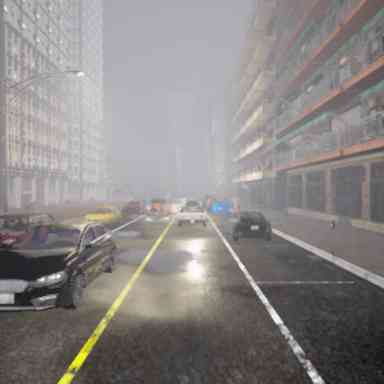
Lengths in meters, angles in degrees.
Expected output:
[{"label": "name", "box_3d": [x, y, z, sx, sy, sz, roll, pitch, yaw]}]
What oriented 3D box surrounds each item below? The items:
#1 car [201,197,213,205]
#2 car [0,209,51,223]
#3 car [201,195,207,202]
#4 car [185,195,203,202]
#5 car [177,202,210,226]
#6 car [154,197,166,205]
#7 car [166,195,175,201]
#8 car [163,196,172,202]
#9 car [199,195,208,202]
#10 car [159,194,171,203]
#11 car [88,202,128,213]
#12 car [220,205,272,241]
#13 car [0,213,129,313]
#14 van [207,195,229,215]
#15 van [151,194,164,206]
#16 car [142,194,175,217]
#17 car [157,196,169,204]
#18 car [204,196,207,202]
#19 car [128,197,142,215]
[{"label": "car", "box_3d": [2.666, 1.537, 60.499, 1.947, 1.339, 4.313, 0, 0, 0]}, {"label": "car", "box_3d": [-5.701, 1.430, 10.749, 1.967, 1.590, 4.097, 0, 0, 0]}, {"label": "car", "box_3d": [2.671, 1.523, 43.916, 2.008, 1.369, 4.403, 0, 0, 0]}, {"label": "car", "box_3d": [0.080, 1.465, 44.919, 2.128, 1.511, 4.902, 0, 0, 0]}, {"label": "car", "box_3d": [0.033, 1.583, 23.050, 1.895, 1.301, 4.718, 0, 0, 1]}, {"label": "car", "box_3d": [-5.714, 1.553, 60.497, 1.802, 1.307, 4.206, 0, 0, 0]}, {"label": "car", "box_3d": [-5.722, 1.531, 88.135, 2.008, 1.369, 4.403, 0, 0, 0]}, {"label": "car", "box_3d": [-5.719, 1.557, 77.080, 1.802, 1.307, 4.206, 0, 0, 0]}, {"label": "car", "box_3d": [2.661, 1.415, 77.082, 1.967, 1.590, 4.097, 0, 0, 0]}, {"label": "car", "box_3d": [-5.719, 1.288, 71.552, 2.192, 1.841, 5.009, 0, 0, 0]}, {"label": "car", "box_3d": [-5.703, 1.508, 21.633, 1.752, 1.417, 4.829, 0, 0, 0]}, {"label": "car", "box_3d": [2.678, 1.552, 16.278, 1.947, 1.339, 4.313, 0, 0, 0]}, {"label": "car", "box_3d": [-3.091, 1.484, 7.897, 2.128, 1.511, 4.902, 0, 0, 0]}, {"label": "van", "box_3d": [2.673, 1.318, 32.860, 1.690, 1.788, 3.998, 0, 0, 0]}, {"label": "van", "box_3d": [-5.714, 1.312, 54.969, 1.690, 1.788, 3.998, 0, 0, 0]}, {"label": "car", "box_3d": [-3.054, 1.329, 31.289, 2.097, 1.767, 4.553, 0, 0, 1]}, {"label": "car", "box_3d": [-5.716, 1.522, 66.025, 2.008, 1.369, 4.403, 0, 0, 0]}, {"label": "car", "box_3d": [2.673, 1.519, 38.389, 1.887, 1.381, 4.507, 0, 0, 0]}, {"label": "car", "box_3d": [-5.706, 1.522, 32.859, 1.887, 1.381, 4.507, 0, 0, 0]}]
